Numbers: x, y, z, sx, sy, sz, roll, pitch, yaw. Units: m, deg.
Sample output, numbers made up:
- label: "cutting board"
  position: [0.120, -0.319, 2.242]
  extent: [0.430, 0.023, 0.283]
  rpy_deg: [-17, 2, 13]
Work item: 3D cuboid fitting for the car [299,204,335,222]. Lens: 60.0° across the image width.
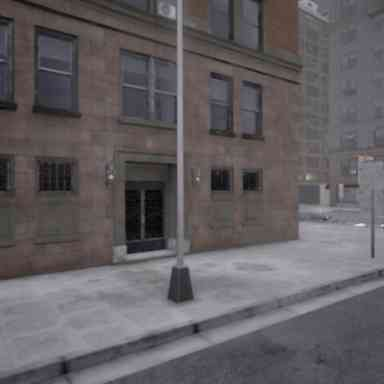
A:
- label: "car"
  position: [8.598, 1.566, 26.090]
  extent: [1.895, 1.301, 4.718]
  rpy_deg: [0, 0, -35]
